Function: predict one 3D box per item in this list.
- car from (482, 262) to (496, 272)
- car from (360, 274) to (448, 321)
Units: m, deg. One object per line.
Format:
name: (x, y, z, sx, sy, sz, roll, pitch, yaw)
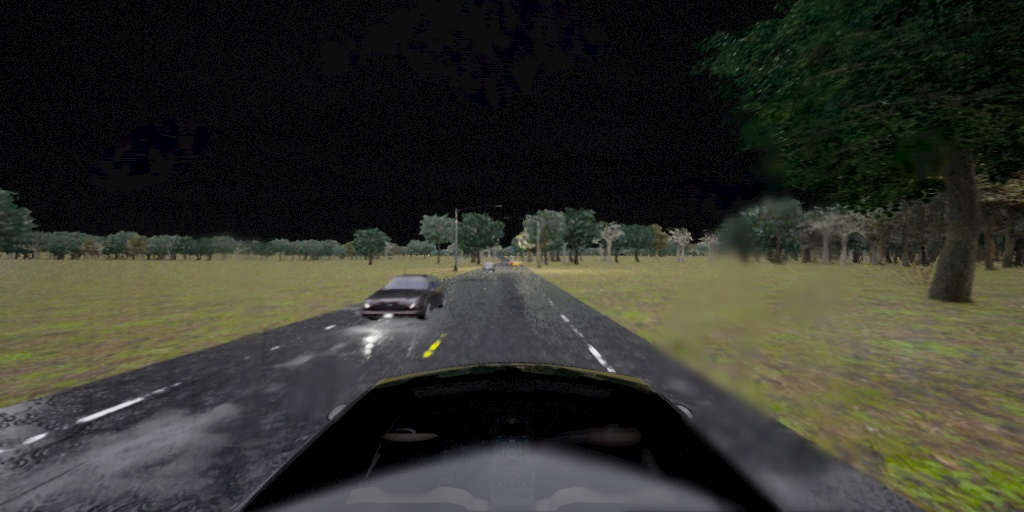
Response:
car: (-3.530, 1.634, 54.957, 2.128, 1.511, 4.902, 0, 0, 1)
car: (-3.597, 1.375, 13.100, 2.033, 1.411, 5.357, 0, 0, 0)
